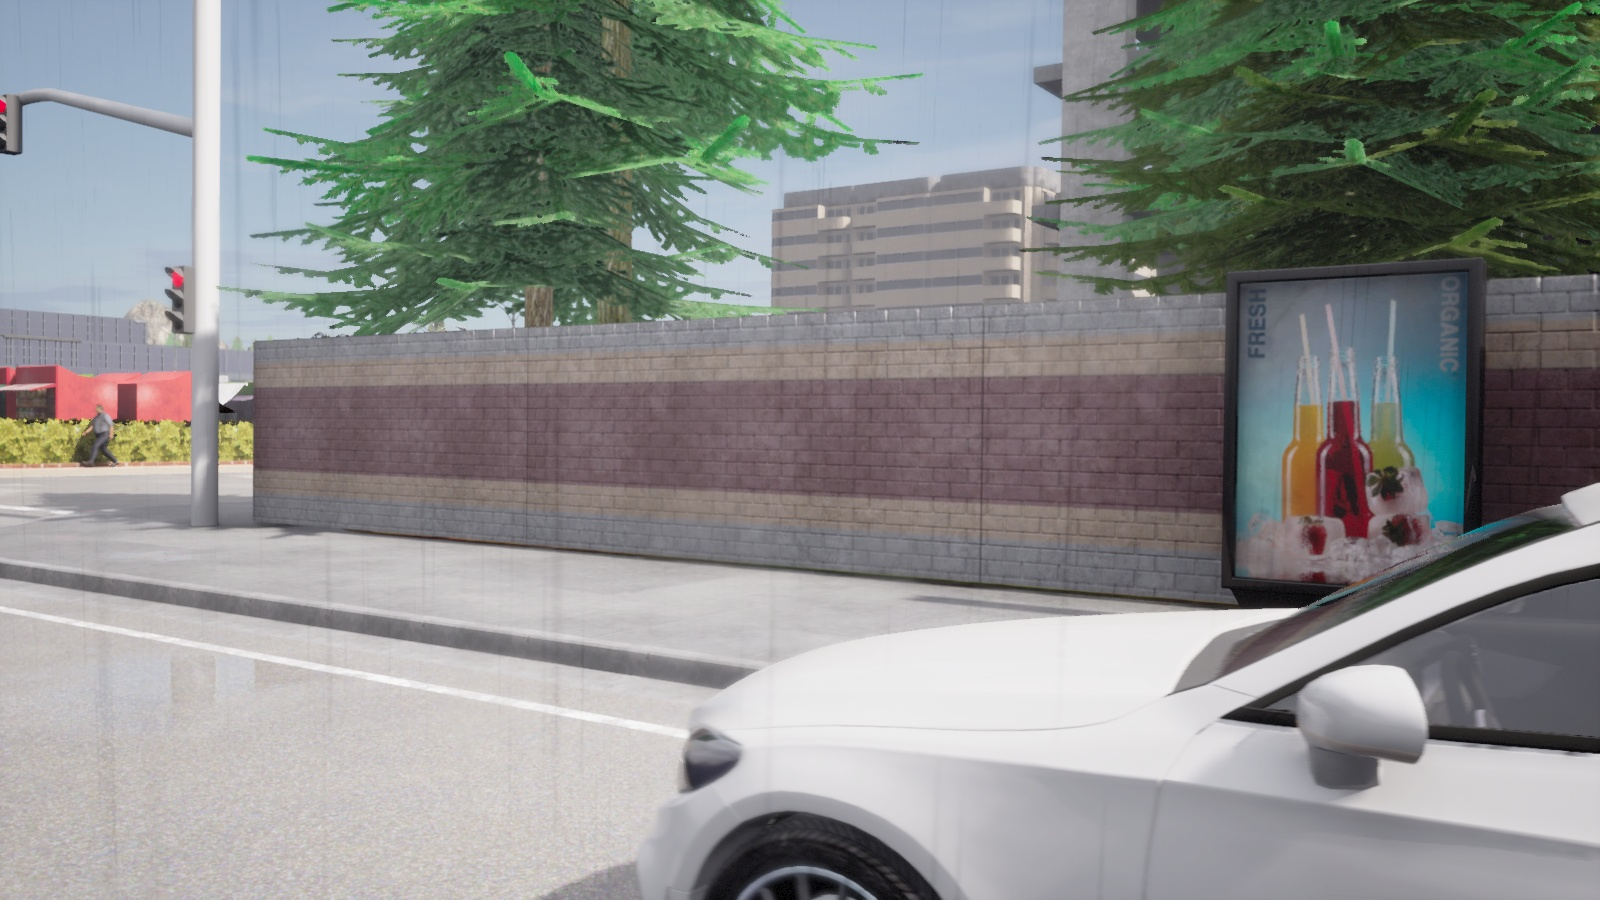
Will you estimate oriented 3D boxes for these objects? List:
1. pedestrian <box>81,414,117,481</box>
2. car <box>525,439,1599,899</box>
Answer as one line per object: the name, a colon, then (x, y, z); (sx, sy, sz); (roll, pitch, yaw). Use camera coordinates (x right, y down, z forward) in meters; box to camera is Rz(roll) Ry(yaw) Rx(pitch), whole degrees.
pedestrian: (-19.602, -0.076, 35.137); (0.540, 1.848, 0.694); (0, 1, 35)
car: (1.808, 0.709, 2.423); (4.674, 1.442, 1.812); (0, 1, 34)
